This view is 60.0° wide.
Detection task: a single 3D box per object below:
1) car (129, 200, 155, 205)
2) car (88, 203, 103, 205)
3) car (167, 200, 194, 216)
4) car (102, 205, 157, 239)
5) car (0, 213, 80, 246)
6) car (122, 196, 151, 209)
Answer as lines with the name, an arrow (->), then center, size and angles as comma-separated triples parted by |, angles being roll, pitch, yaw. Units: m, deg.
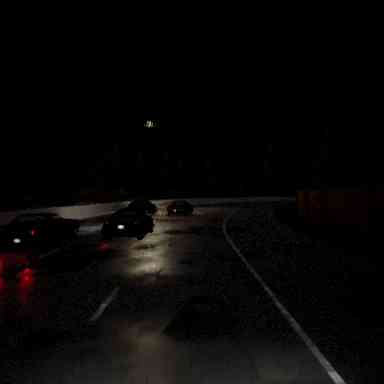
car -> -4.901, 1.566, 32.893 | 1.837, 1.490, 4.892 | 0, 0, 11
car -> -14.253, 1.602, 51.779 | 1.837, 1.490, 4.892 | 0, -1, 20
car -> -1.135, 1.588, 33.852 | 1.812, 1.442, 4.674 | 0, 0, 12
car -> -3.237, 1.596, 17.470 | 1.994, 1.385, 4.181 | 0, 0, 2
car -> -6.829, 1.629, 15.326 | 1.895, 1.301, 4.718 | 0, 0, 1
car -> -8.024, 1.441, 48.440 | 2.097, 1.767, 4.553 | 0, 0, 20
